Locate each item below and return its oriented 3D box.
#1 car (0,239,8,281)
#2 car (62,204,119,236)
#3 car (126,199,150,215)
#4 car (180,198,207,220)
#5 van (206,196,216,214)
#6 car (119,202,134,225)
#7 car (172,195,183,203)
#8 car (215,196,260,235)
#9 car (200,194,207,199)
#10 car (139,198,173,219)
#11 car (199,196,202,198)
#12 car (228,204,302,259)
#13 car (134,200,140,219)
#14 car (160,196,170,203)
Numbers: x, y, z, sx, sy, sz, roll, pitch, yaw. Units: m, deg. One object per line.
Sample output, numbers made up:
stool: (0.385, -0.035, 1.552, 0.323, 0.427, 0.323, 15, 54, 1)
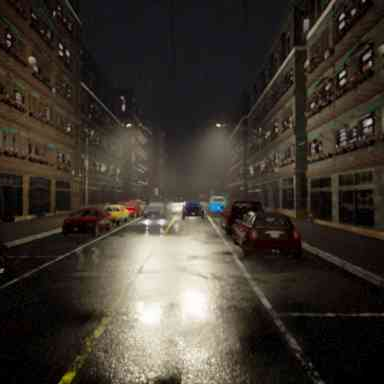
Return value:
car: (-5.644, 1.568, 7.005, 1.947, 1.339, 4.313, 1, 0, 0)
car: (-5.645, 1.552, 18.374, 1.887, 1.381, 4.507, 1, 0, 0)
car: (-5.646, 1.543, 35.259, 1.752, 1.417, 4.829, 1, 0, 0)
car: (0.097, 1.539, 28.532, 1.812, 1.442, 4.674, 0, 0, 0)
van: (2.703, 1.360, 35.490, 1.690, 1.788, 3.998, 1, 0, 0)
car: (-5.645, 1.536, 23.889, 1.752, 1.417, 4.829, 1, 0, 0)
car: (-3.007, 1.396, 69.535, 2.097, 1.767, 4.553, 0, 0, 0)
car: (2.707, 1.324, 18.435, 2.192, 1.841, 5.009, 1, 0, 0)
car: (2.699, 1.372, 80.968, 2.192, 1.841, 5.009, 1, 0, 0)
car: (-3.101, 1.561, 29.550, 2.033, 1.411, 5.357, 0, 0, 0)
car: (0.096, 1.626, 45.992, 1.895, 1.301, 4.718, 0, 0, 0)
car: (2.705, 1.446, 12.752, 1.967, 1.590, 4.097, 1, 0, 0)
car: (-5.645, 1.558, 29.744, 1.887, 1.381, 4.507, 1, 0, 0)
car: (-5.651, 1.626, 69.538, 1.802, 1.307, 4.206, 1, 0, 0)
